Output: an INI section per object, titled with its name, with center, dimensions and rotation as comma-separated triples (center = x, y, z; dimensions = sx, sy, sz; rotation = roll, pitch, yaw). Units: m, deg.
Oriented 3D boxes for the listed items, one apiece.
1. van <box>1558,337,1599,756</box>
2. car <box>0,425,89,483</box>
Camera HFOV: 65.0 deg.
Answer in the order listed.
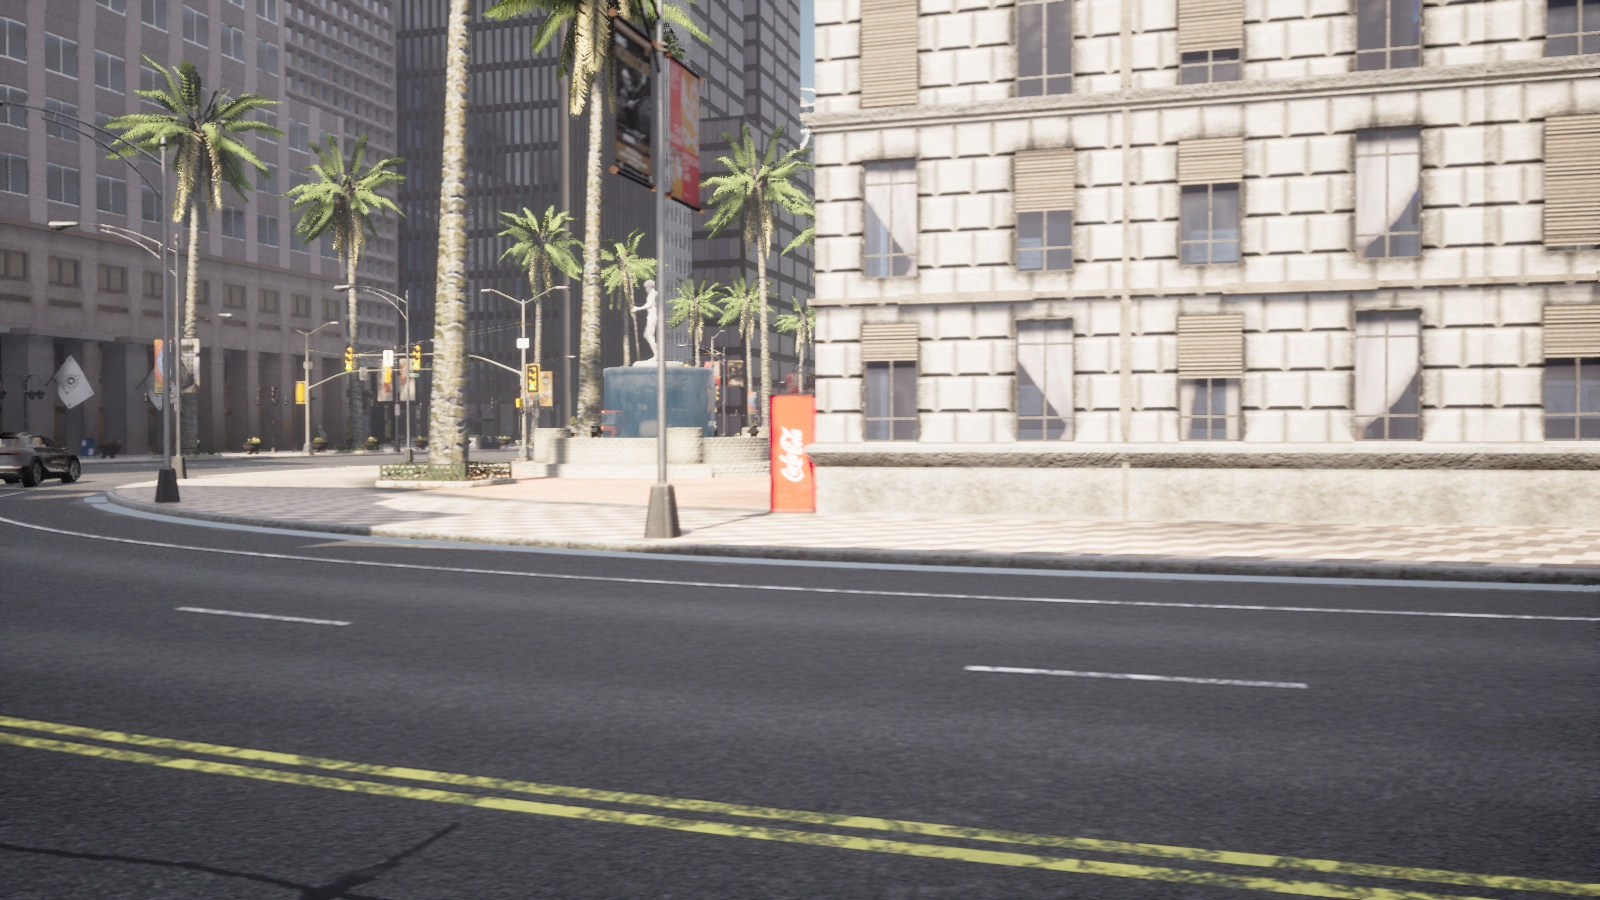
[van]
center = 5.990, 0.494, 5.129
dimensions = 4.480, 2.038, 2.069
rotation = 0, 1, 10
[car]
center = -23.578, 0.074, 38.087
dimensions = 2.033, 1.649, 4.856
rotation = 0, 1, -11
